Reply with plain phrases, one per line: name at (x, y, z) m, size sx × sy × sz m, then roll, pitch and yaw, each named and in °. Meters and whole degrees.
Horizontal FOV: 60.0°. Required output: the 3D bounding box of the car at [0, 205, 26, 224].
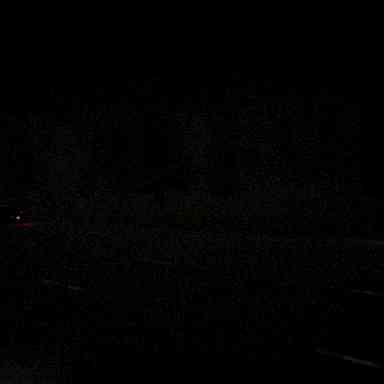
car at (-15.989, 1.854, 28.257) m, size 4.892 × 1.490 × 1.837 m, roll -1°, pitch 0°, yaw 35°
